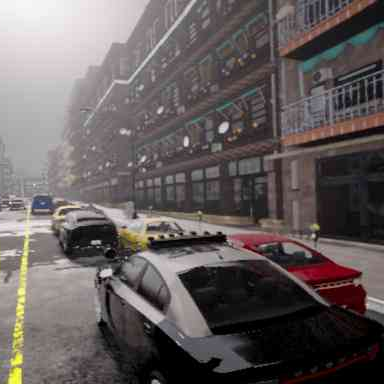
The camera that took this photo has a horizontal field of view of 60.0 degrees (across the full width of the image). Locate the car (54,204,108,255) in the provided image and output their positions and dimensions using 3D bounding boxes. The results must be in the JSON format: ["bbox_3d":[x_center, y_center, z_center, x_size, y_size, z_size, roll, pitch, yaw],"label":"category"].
[{"bbox_3d":[-4.331,1.482,13.530,1.837,1.490,4.892,-1,0,-26],"label":"car"}]

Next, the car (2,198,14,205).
[{"bbox_3d":[-37.485,1.924,67.786,1.947,1.339,4.313,0,0,-26],"label":"car"}]

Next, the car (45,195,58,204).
[{"bbox_3d":[-27.987,1.473,66.186,2.192,1.841,5.009,0,0,-26],"label":"car"}]

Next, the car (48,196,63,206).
[{"bbox_3d":[-23.117,1.543,56.254,1.967,1.590,4.097,0,0,-26],"label":"car"}]

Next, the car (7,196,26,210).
[{"bbox_3d":[-24.000,1.682,45.844,1.837,1.490,4.892,-1,0,-26],"label":"car"}]

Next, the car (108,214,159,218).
[{"bbox_3d":[-1.451,1.457,11.629,1.752,1.417,4.829,0,0,-26],"label":"car"}]

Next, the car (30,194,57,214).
[{"bbox_3d":[-17.026,1.300,37.790,2.150,2.045,5.566,-1,1,-26],"label":"car"}]

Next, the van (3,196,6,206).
[{"bbox_3d":[-25.404,1.566,42.913,1.690,1.788,3.998,0,0,-26],"label":"van"}]

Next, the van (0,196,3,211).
[{"bbox_3d":[-22.987,1.543,37.937,1.690,1.788,3.998,0,0,-26],"label":"van"}]

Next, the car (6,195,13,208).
[{"bbox_3d":[-30.236,1.589,52.863,2.192,1.841,5.009,0,0,-26],"label":"car"}]

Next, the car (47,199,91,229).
[{"bbox_3d":[-7.037,1.449,19.100,1.801,1.575,5.366,-1,0,-26],"label":"car"}]

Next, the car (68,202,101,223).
[{"bbox_3d":[-8.625,1.521,26.399,1.887,1.381,4.507,0,0,-26],"label":"car"}]

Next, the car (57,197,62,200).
[{"bbox_3d":[-18.291,1.598,46.300,1.887,1.381,4.507,0,0,-26],"label":"car"}]

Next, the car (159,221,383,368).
[{"bbox_3d":[1.041,1.465,6.500,1.887,1.381,4.507,0,0,-26],"label":"car"}]

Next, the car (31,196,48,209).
[{"bbox_3d":[-23.213,1.487,50.512,2.097,1.767,4.553,-1,0,-26],"label":"car"}]

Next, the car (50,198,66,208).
[{"bbox_3d":[-20.707,1.622,51.274,1.887,1.381,4.507,0,0,-26],"label":"car"}]

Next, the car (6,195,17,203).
[{"bbox_3d":[-44.733,1.774,82.710,2.192,1.841,5.009,0,0,-26],"label":"car"}]

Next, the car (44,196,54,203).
[{"bbox_3d":[-32.820,1.660,76.137,1.967,1.590,4.097,0,0,-26],"label":"car"}]

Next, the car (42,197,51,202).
[{"bbox_3d":[-37.652,1.870,86.087,1.802,1.307,4.206,0,0,-26],"label":"car"}]

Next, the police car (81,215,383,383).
[{"bbox_3d":[-0.110,1.384,4.582,1.930,1.638,5.238,-1,1,-26],"label":"police car"}]
